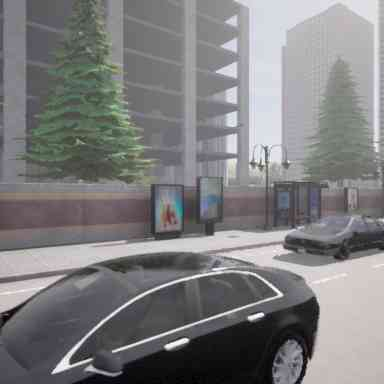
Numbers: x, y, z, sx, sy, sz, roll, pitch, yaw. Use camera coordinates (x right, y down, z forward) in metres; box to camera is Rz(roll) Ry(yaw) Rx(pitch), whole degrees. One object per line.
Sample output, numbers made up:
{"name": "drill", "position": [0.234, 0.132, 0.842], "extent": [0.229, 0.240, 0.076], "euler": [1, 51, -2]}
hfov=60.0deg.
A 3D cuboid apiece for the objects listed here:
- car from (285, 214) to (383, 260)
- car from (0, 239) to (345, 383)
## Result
{"name": "car", "position": [5.770, 1.547, 12.499], "extent": [5.357, 1.411, 2.033], "euler": [0, 0, -36]}
{"name": "car", "position": [-0.595, 1.505, 3.566], "extent": [4.892, 1.490, 1.837], "euler": [0, 0, -36]}
